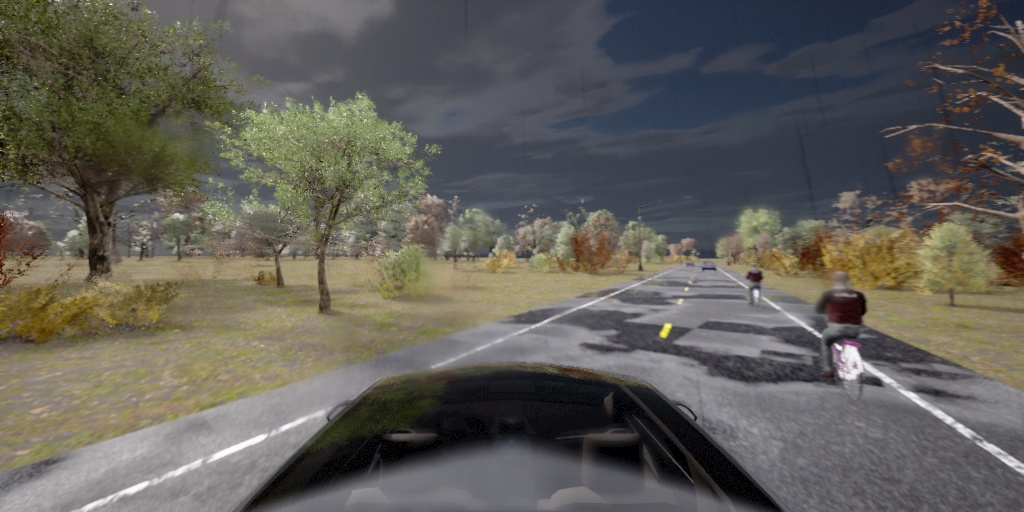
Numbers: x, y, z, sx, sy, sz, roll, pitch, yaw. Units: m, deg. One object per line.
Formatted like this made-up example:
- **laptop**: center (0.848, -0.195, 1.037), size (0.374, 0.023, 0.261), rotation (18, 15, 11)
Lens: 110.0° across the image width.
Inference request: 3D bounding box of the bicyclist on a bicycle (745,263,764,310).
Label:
- **bicyclist on a bicycle**: center (9.493, 1.157, 14.050), size (0.659, 1.776, 1.843), rotation (-1, 0, 28)

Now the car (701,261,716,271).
- **car**: center (30.985, 1.614, 56.494), size (1.994, 1.385, 4.181), rotation (-1, -1, 28)

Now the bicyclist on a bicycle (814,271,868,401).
- **bicyclist on a bicycle**: center (4.934, 1.112, 5.442), size (0.659, 1.776, 1.843), rotation (-1, 0, 28)
